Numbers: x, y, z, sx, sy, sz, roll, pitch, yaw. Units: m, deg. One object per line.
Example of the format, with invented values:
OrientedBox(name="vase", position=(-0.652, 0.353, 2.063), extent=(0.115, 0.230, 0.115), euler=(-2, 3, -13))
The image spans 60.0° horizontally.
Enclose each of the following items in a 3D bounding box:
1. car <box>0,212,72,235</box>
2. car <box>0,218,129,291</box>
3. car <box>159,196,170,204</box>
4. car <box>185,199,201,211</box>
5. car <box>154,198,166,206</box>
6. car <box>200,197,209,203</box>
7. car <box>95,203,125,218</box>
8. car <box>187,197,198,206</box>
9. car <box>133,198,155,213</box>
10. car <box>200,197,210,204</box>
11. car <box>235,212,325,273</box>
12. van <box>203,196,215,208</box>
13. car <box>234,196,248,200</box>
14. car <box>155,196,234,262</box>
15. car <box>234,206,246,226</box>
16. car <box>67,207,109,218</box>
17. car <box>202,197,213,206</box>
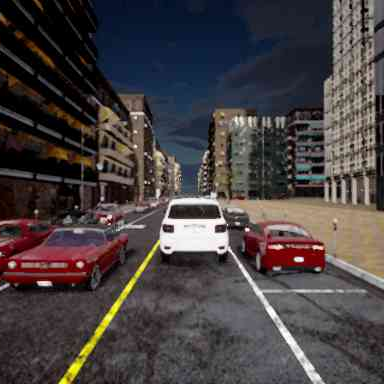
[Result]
OrientedBox(name="car", position=(-5.680, 1.577, 10.624), extent=(1.887, 1.381, 4.507), euler=(1, 0, 0))
OrientedBox(name="car", position=(-3.103, 1.629, 9.211), extent=(1.895, 1.301, 4.718), euler=(0, 0, 0))
OrientedBox(name="car", position=(-5.810, 1.657, 69.655), extent=(1.967, 1.590, 4.097), euler=(1, 0, 0))
OrientedBox(name="car", position=(0.098, 1.685, 44.862), extent=(2.033, 1.411, 5.357), euler=(0, 0, 0))
OrientedBox(name="car", position=(-5.761, 1.770, 60.751), extent=(1.802, 1.307, 4.206), euler=(1, 0, 0))
OrientedBox(name="car", position=(2.827, 1.793, 77.461), extent=(2.008, 1.369, 4.403), euler=(1, 0, 0))
OrientedBox(name="car", position=(-5.679, 1.506, 21.764), extent=(1.967, 1.590, 4.097), euler=(1, 0, 0))
OrientedBox(name="car", position=(0.092, 1.714, 60.935), extent=(1.812, 1.442, 4.674), euler=(0, 0, 0))
OrientedBox(name="car", position=(-5.681, 1.700, 38.473), extent=(1.802, 1.307, 4.206), euler=(1, 0, 0))
OrientedBox(name="car", position=(2.827, 1.775, 71.891), extent=(2.008, 1.369, 4.403), euler=(1, 0, 0))
OrientedBox(name="car", position=(2.701, 1.577, 10.623), extent=(1.887, 1.381, 4.507), euler=(1, 0, 0))
OrientedBox(name="van", position=(2.729, 1.505, 53.000), extent=(1.690, 1.788, 3.998), euler=(1, 0, 0))
OrientedBox(name="car", position=(13.699, 1.699, 94.093), extent=(4.206, 1.307, 1.802), euler=(0, -1, 0))
OrientedBox(name="car", position=(0.067, 1.259, 12.387), extent=(2.150, 2.045, 5.566), euler=(0, 0, 0))
OrientedBox(name="car", position=(2.700, 1.617, 21.763), extent=(2.008, 1.369, 4.403), euler=(1, 0, 0))
OrientedBox(name="car", position=(-5.680, 1.615, 16.194), extent=(1.947, 1.339, 4.313), euler=(1, 0, 0))
OrientedBox(name="car", position=(2.782, 1.735, 61.461), extent=(1.887, 1.381, 4.507), euler=(1, 0, 0))
